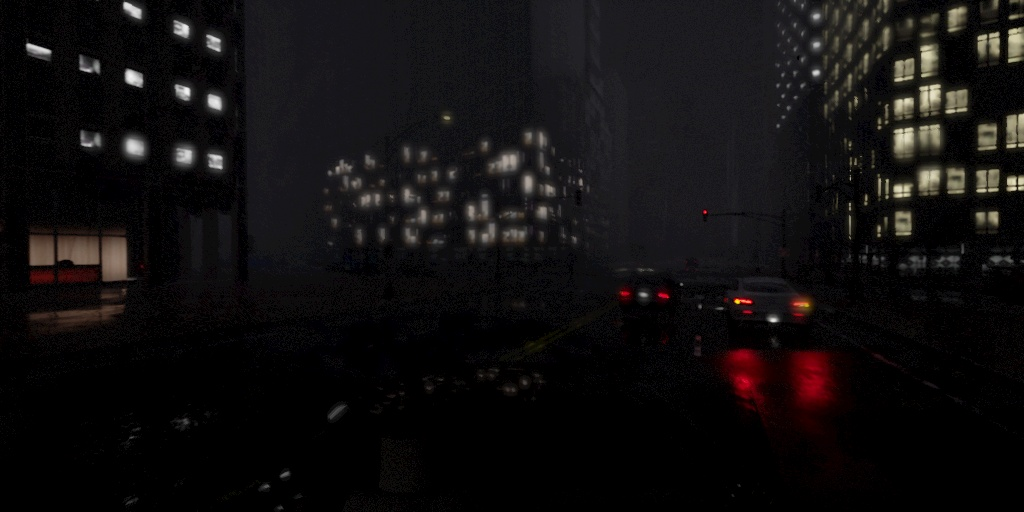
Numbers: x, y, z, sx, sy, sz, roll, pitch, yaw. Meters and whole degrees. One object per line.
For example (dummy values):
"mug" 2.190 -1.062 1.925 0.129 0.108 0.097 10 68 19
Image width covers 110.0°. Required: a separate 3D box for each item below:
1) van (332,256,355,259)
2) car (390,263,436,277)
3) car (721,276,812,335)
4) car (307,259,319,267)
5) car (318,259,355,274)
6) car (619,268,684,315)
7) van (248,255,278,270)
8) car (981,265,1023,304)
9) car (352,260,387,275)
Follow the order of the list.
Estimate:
"van" -25.055 0.873 53.108 3.998 1.789 1.690 0 0 29
"car" -9.321 1.352 34.623 4.313 1.339 1.948 0 0 29
"car" 7.462 1.326 10.795 1.812 1.442 4.674 0 0 28
"car" -30.022 1.073 55.870 4.207 1.307 1.802 0 0 29
"car" -19.220 1.270 40.215 4.313 1.339 1.948 0 0 29
"car" 5.579 1.364 14.128 2.033 1.411 5.357 0 0 28
"van" -34.095 0.922 48.547 3.998 1.789 1.690 0 0 29
"car" 24.828 1.371 15.933 5.009 1.841 2.192 0 0 29
"car" -14.281 1.327 37.402 4.207 1.307 1.802 0 0 29
